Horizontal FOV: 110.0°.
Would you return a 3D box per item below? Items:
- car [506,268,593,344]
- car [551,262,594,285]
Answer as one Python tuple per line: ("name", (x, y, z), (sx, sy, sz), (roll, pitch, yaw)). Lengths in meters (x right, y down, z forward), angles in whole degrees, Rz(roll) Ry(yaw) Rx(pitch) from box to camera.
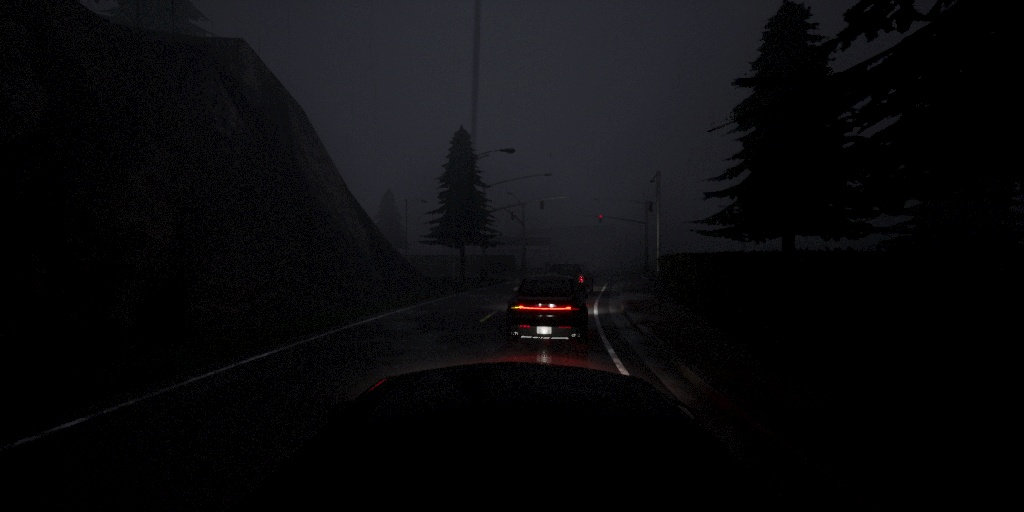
("car", (1.021, 1.255, 9.648), (1.837, 1.490, 4.892), (0, 0, 9))
("car", (3.024, 1.102, 18.569), (2.097, 1.767, 4.553), (0, 0, 17))
